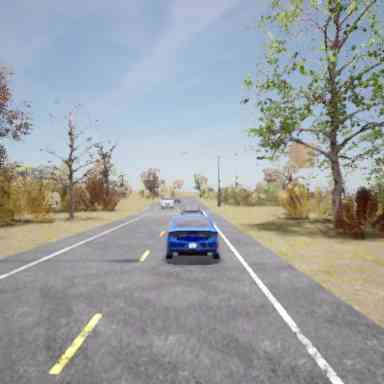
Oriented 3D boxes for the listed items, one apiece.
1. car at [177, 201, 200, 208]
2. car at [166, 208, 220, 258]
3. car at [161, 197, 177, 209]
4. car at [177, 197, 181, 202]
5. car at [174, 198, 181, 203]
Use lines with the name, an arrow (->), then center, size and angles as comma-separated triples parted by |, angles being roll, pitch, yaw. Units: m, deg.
car -> -0.025, 1.797, 27.251 | 2.128, 1.511, 4.902 | 0, -1, 0
car -> 0.037, 1.628, 13.397 | 1.882, 1.535, 5.008 | 0, 0, 0
car -> -4.225, 1.842, 57.927 | 2.150, 2.045, 5.566 | 0, -1, -4
car -> -3.784, 2.035, 83.730 | 2.097, 1.767, 4.553 | 0, -1, -2
car -> -3.947, 2.381, 90.994 | 1.994, 1.385, 4.181 | 0, 0, 0
